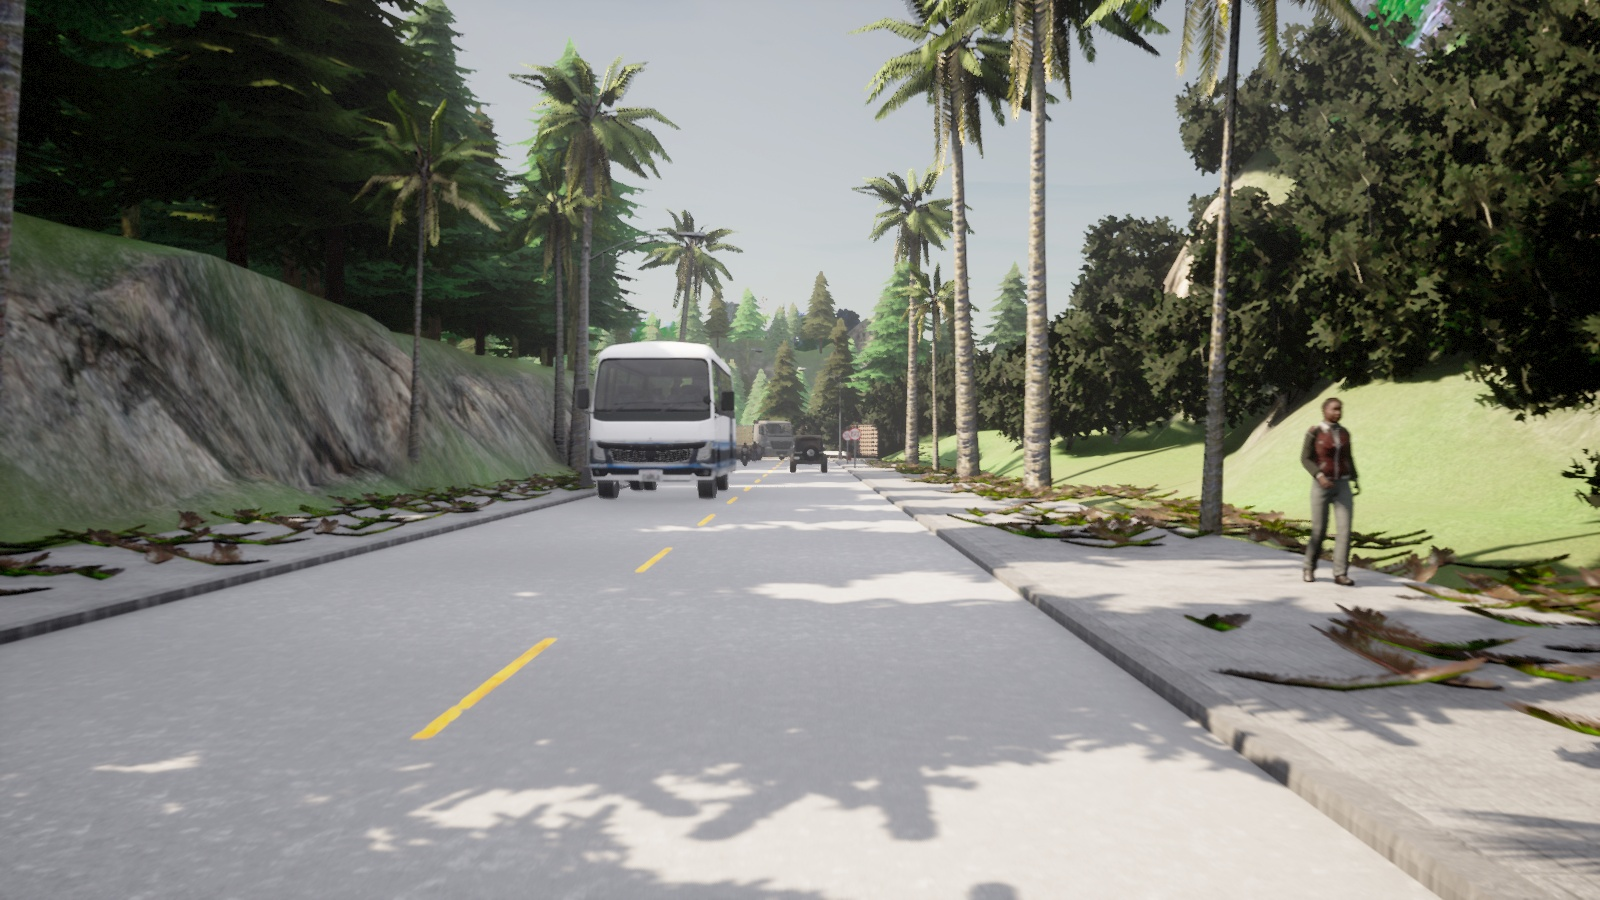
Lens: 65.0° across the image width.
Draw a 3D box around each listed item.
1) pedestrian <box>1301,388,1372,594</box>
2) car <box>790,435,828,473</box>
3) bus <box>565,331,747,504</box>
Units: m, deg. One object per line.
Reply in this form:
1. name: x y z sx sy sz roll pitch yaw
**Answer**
1. pedestrian: 5.157 0.386 12.093 0.402 1.930 0.666 0 0 1
2. car: 0.450 0.180 64.342 1.905 1.878 3.866 0 0 0
3. bus: -3.758 -0.836 36.005 3.944 4.253 10.273 0 0 0
